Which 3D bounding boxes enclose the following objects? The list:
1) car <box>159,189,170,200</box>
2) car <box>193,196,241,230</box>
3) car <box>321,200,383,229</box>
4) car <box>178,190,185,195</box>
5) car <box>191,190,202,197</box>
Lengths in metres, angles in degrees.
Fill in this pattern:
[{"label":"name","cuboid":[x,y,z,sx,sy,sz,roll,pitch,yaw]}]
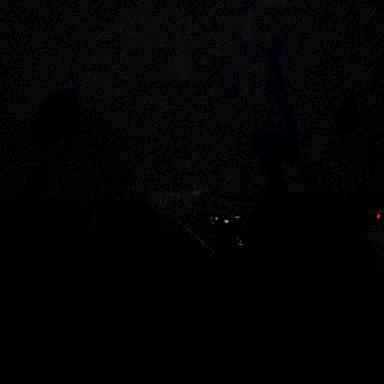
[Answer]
[{"label":"car","cuboid":[-5.299,0.734,62.720,1.994,1.385,4.181,-2,1,-7]},{"label":"car","cuboid":[1.369,1.203,19.121,1.837,1.490,4.892,-2,1,-9]},{"label":"car","cuboid":[8.714,1.074,17.342,1.895,1.301,4.718,-2,1,-8]},{"label":"car","cuboid":[-3.030,0.056,95.563,1.812,1.442,4.674,-2,1,-9]},{"label":"car","cuboid":[0.934,0.374,69.146,1.812,1.442,4.674,-2,1,-9]}]
